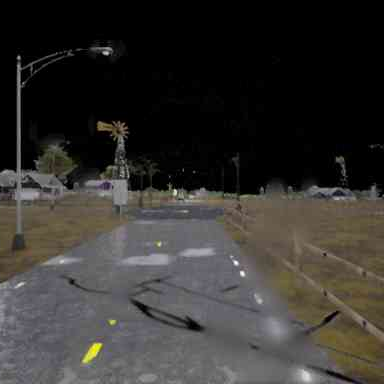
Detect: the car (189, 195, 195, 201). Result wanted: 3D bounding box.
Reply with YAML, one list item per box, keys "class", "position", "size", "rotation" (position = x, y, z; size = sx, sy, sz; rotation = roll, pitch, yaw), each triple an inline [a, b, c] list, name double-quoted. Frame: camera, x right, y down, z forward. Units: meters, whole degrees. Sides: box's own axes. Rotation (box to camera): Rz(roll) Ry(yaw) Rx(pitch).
- class: "car"
  position: [-0.009, 1.644, 91.306]
  size: [2.033, 1.411, 5.357]
  rotation: [0, 0, 0]

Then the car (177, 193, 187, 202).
- class: "car"
  position: [-2.760, 1.595, 80.791]
  size: [2.033, 1.411, 5.357]
  rotation: [0, 0, 0]
